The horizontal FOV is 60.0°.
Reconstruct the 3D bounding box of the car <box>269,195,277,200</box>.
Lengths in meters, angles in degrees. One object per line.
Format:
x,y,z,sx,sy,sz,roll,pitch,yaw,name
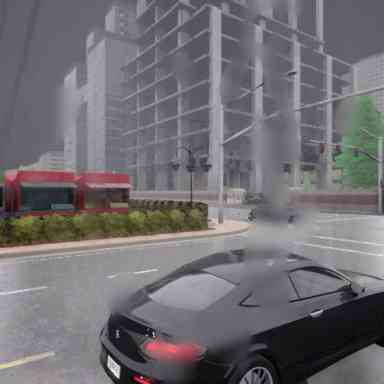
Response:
13.213,1.114,59.368,1.905,1.878,3.866,0,0,-36,car

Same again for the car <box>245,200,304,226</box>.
5.789,1.519,23.138,1.994,1.385,4.181,1,0,-25,car

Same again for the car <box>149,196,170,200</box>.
-3.339,1.296,36.865,2.097,1.767,4.553,0,0,-36,car

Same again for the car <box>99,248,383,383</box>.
1.114,1.526,4.580,4.674,1.442,1.812,0,0,-35,car

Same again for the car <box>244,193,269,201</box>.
10.824,1.114,57.652,1.905,1.878,3.866,0,0,-36,car
